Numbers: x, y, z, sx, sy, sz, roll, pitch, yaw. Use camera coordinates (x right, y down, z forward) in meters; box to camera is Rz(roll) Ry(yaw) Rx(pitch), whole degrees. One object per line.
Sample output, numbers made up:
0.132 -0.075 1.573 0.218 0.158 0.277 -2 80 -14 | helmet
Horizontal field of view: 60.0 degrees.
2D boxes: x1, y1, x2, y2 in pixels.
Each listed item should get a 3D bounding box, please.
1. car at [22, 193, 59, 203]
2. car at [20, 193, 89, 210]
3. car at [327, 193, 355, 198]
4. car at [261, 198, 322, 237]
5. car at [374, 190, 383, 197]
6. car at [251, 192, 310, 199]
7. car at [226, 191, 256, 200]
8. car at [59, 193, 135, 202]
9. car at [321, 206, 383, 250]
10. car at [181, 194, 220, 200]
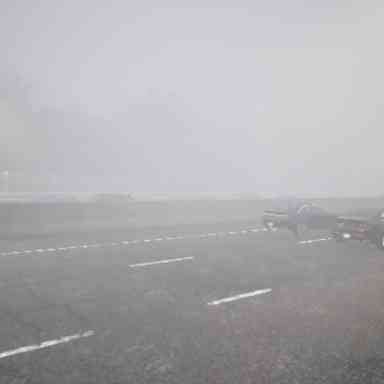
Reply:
-10.600 0.917 26.480 4.718 1.301 1.895 0 1 -35 | car
-12.200 0.778 29.629 5.357 1.411 2.033 0 1 -35 | car
22.016 0.875 49.093 5.357 1.411 2.033 0 1 -35 | car
5.514 1.239 16.273 4.902 1.511 2.128 0 1 -35 | car
25.869 0.705 43.242 5.566 2.045 2.150 0 1 -35 | car
8.301 0.984 31.099 4.902 1.511 2.128 0 1 -35 | car
5.976 0.673 37.985 4.553 1.767 2.097 0 1 -34 | car
-5.711 0.840 21.349 4.553 1.767 2.097 0 1 -35 | car
7.616 1.339 13.474 4.892 1.490 1.837 0 1 -35 | car
0.967 0.836 38.787 4.718 1.301 1.895 0 1 -35 | car
